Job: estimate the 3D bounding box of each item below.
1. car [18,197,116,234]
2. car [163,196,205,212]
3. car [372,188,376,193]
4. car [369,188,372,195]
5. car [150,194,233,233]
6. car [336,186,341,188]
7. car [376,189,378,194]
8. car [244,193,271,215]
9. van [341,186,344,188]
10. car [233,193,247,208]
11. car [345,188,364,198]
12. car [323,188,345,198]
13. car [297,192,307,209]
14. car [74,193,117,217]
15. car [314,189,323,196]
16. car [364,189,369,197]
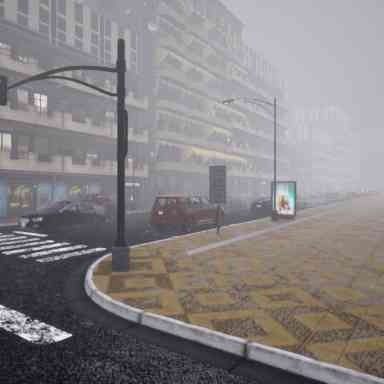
[{"bbox_3d":[-6.792,1.257,18.008,2.128,1.511,4.902,0,1,32],"label":"car"},{"bbox_3d":[-0.662,1.069,31.545,1.802,1.307,4.206,2,2,35],"label":"car"},{"bbox_3d":[38.032,-0.012,72.252,1.887,1.381,4.507,1,2,35],"label":"car"},{"bbox_3d":[34.853,0.095,67.706,1.887,1.381,4.507,1,2,35],"label":"car"},{"bbox_3d":[-0.115,1.026,17.696,2.192,1.841,5.009,1,2,35],"label":"car"},{"bbox_3d":[34.300,-0.240,81.534,1.967,1.590,4.097,2,2,35],"label":"car"},{"bbox_3d":[44.389,-0.221,81.344,2.008,1.369,4.403,1,2,35],"label":"car"},{"bbox_3d":[6.242,1.069,26.794,1.947,1.339,4.313,1,2,35],"label":"car"},{"bbox_3d":[37.479,-0.446,86.076,1.690,1.788,3.998,2,2,35],"label":"van"},{"bbox_3d":[3.668,0.967,33.243,2.033,1.411,5.357,0,1,35],"label":"car"},{"bbox_3d":[28.495,0.308,58.615,1.887,1.381,4.507,1,2,35],"label":"car"},{"bbox_3d":[24.644,0.380,57.655,1.994,1.385,4.181,0,1,35],"label":"car"},{"bbox_3d":[9.421,0.965,31.340,1.947,1.339,4.313,1,2,35],"label":"car"},{"bbox_3d":[-7.017,1.010,22.448,2.192,1.841,5.009,1,2,35],"label":"car"},{"bbox_3d":[27.943,-0.025,72.444,1.967,1.590,4.097,2,2,35],"label":"car"},{"bbox_3d":[31.674,0.098,63.157,1.967,1.590,4.097,1,2,35],"label":"car"}]
